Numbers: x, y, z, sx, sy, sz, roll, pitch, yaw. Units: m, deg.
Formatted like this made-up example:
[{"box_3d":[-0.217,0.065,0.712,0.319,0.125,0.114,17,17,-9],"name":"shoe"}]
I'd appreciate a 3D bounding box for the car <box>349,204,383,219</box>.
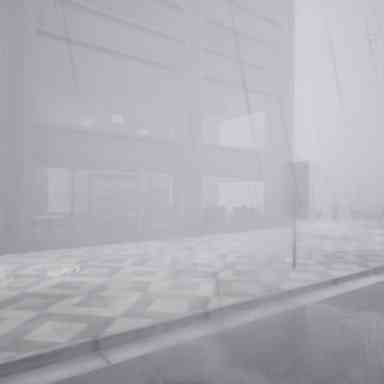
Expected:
[{"box_3d":[16.176,1.727,28.954,1.812,1.442,4.674,1,-1,-36],"name":"car"}]
